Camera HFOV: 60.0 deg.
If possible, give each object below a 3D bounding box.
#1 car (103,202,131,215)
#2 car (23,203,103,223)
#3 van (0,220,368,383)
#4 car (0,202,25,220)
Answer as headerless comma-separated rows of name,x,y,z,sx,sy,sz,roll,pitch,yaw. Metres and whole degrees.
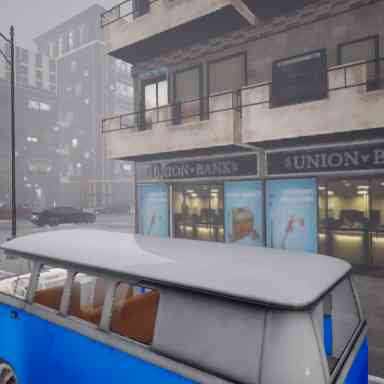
car,-8.645,1.798,36.426,1.947,1.339,4.313,-2,-1,36
car,-8.574,1.583,22.374,1.947,1.339,4.313,-2,-1,36
van,-0.479,1.342,3.202,3.998,1.788,1.690,0,-1,36
car,-15.325,1.609,27.342,1.967,1.590,4.097,-2,-1,36
